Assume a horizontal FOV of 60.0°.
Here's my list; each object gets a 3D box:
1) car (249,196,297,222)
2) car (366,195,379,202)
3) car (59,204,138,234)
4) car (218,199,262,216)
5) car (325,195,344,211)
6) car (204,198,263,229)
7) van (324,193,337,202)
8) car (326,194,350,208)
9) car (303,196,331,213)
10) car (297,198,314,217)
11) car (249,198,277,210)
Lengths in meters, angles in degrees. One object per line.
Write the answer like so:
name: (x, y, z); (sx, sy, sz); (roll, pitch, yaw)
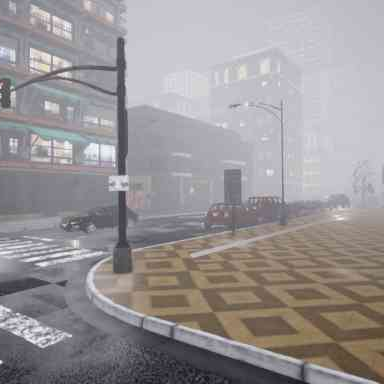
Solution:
car: (5.821, 1.215, 25.241); (2.192, 1.841, 5.009); (-1, 0, 36)
car: (35.689, 1.334, 65.761); (1.887, 1.381, 4.507); (-1, 0, 36)
car: (-5.255, 1.497, 19.290); (1.837, 1.490, 4.892); (-1, 0, 35)
car: (4.873, 1.504, 33.074); (2.033, 1.411, 5.357); (-1, 0, 36)
car: (15.779, 1.415, 38.747); (2.008, 1.369, 4.403); (-1, 0, 36)
car: (2.504, 1.352, 20.739); (1.967, 1.590, 4.097); (-1, 0, 36)
van: (29.345, 1.229, 70.437); (1.690, 1.788, 3.998); (-1, 0, 36)
car: (19.095, 1.167, 43.250); (2.192, 1.841, 5.009); (-1, 0, 36)
car: (12.460, 1.421, 34.245); (1.887, 1.381, 4.507); (-1, 0, 36)
car: (9.142, 1.470, 29.742); (1.802, 1.307, 4.206); (-1, 0, 36)
car: (9.335, 1.489, 43.285); (1.752, 1.417, 4.829); (-1, 0, 36)
